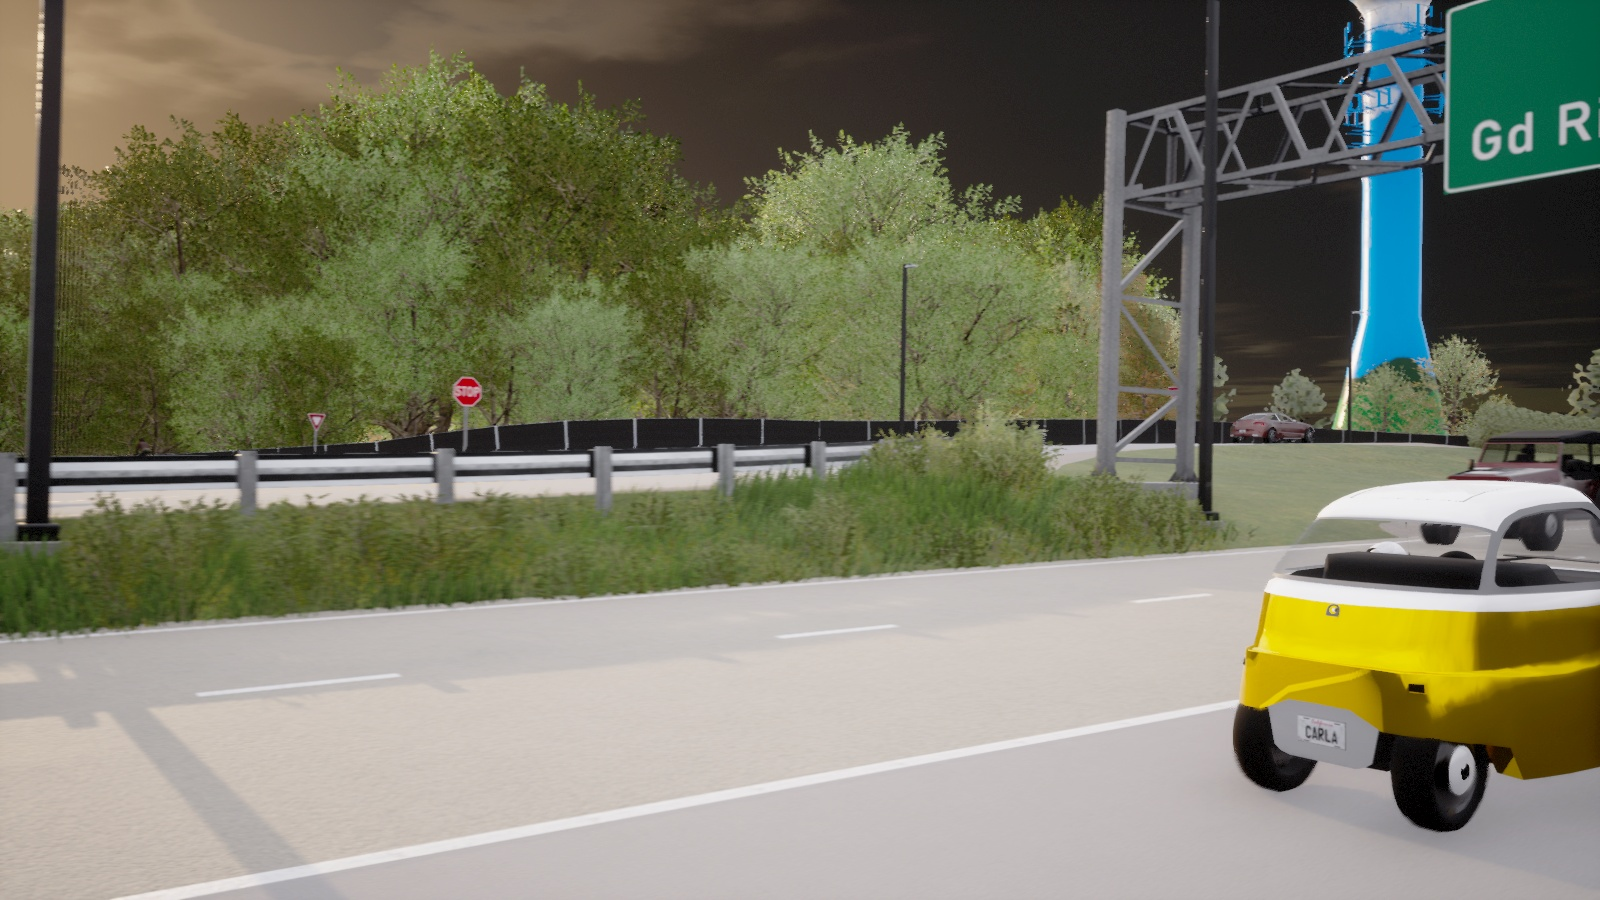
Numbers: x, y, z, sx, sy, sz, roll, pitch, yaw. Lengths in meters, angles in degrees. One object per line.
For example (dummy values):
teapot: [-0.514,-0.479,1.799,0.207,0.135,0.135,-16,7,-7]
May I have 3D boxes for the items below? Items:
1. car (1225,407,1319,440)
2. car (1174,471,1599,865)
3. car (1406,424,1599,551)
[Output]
car: [24.652,-1.386,65.545,5.027,1.651,2.152,-1,0,-35]
car: [3.046,0.808,5.779,2.207,1.376,1.481,0,0,-35]
car: [11.837,0.552,20.426,3.866,1.878,1.905,0,0,-35]
